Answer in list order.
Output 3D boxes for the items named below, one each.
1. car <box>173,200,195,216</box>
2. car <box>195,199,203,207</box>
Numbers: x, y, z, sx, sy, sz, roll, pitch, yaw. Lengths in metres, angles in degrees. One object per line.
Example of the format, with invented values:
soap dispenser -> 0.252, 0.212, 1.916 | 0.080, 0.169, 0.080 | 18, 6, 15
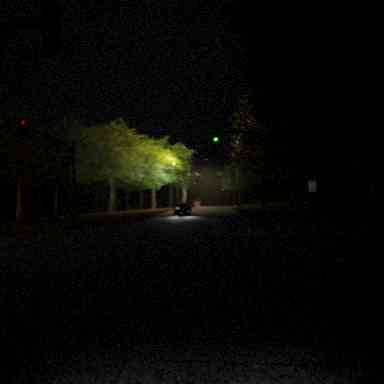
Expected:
car -> -1.007, 1.986, 37.621 | 1.837, 1.490, 4.892 | -1, 1, 3
car -> 1.528, 2.711, 82.722 | 2.150, 2.045, 5.566 | -1, -2, 3
